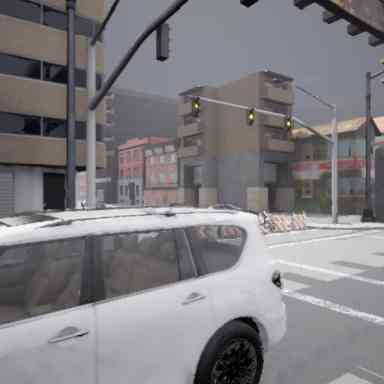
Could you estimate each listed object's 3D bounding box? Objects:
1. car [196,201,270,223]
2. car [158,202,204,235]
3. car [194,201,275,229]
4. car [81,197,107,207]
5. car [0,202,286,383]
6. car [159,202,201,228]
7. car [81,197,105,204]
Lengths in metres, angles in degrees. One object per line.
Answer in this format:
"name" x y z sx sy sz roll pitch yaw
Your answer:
"car" 2.698 1.290 22.165 4.536 1.218 1.853 0 0 34
"car" -0.832 1.449 19.983 2.038 1.542 4.974 0 0 -11
"car" 2.741 1.448 22.136 4.974 1.542 2.038 0 0 34
"car" -12.962 1.290 43.670 1.853 1.218 4.536 0 0 -36
"car" -1.417 1.221 3.233 5.566 2.045 2.150 0 0 -38
"car" -0.842 1.292 20.034 1.853 1.218 4.536 0 0 -11
"car" -12.931 1.448 43.628 2.038 1.542 4.974 0 0 -36
